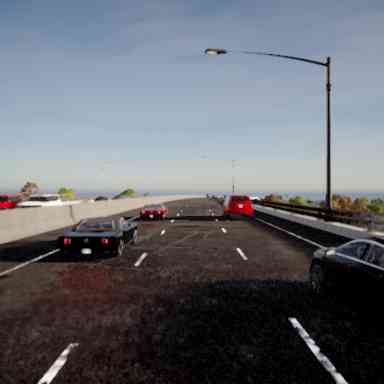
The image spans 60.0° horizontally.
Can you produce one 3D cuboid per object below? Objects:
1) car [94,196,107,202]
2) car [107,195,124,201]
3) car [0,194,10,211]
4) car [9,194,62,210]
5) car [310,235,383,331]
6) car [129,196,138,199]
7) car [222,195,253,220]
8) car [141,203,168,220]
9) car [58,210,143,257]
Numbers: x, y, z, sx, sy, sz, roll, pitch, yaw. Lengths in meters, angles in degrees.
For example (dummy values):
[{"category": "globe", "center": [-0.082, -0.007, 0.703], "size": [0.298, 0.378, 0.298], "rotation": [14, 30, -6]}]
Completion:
[{"category": "car", "center": [-19.455, 1.592, 71.572], "size": [1.882, 1.535, 5.008], "rotation": [0, 0, 2]}, {"category": "car", "center": [-15.957, 1.470, 71.445], "size": [2.097, 1.767, 4.553], "rotation": [0, 0, 2]}, {"category": "car", "center": [-17.295, 1.235, 30.323], "size": [2.150, 2.045, 5.566], "rotation": [0, 0, 1]}, {"category": "car", "center": [-13.794, 1.237, 30.317], "size": [2.150, 2.045, 5.566], "rotation": [0, 0, 1]}, {"category": "car", "center": [3.607, 1.490, 5.734], "size": [2.128, 1.511, 4.902], "rotation": [0, 0, 0]}, {"category": "car", "center": [-12.462, 1.655, 71.258], "size": [2.033, 1.411, 5.357], "rotation": [0, 0, 2]}, {"category": "car", "center": [3.878, 1.238, 28.896], "size": [2.150, 2.045, 5.566], "rotation": [0, 0, 1]}, {"category": "car", "center": [-3.135, 1.616, 28.264], "size": [1.895, 1.301, 4.718], "rotation": [0, 0, 1]}, {"category": "car", "center": [-3.336, 1.599, 12.836], "size": [1.895, 1.301, 4.718], "rotation": [0, 0, 0]}]
